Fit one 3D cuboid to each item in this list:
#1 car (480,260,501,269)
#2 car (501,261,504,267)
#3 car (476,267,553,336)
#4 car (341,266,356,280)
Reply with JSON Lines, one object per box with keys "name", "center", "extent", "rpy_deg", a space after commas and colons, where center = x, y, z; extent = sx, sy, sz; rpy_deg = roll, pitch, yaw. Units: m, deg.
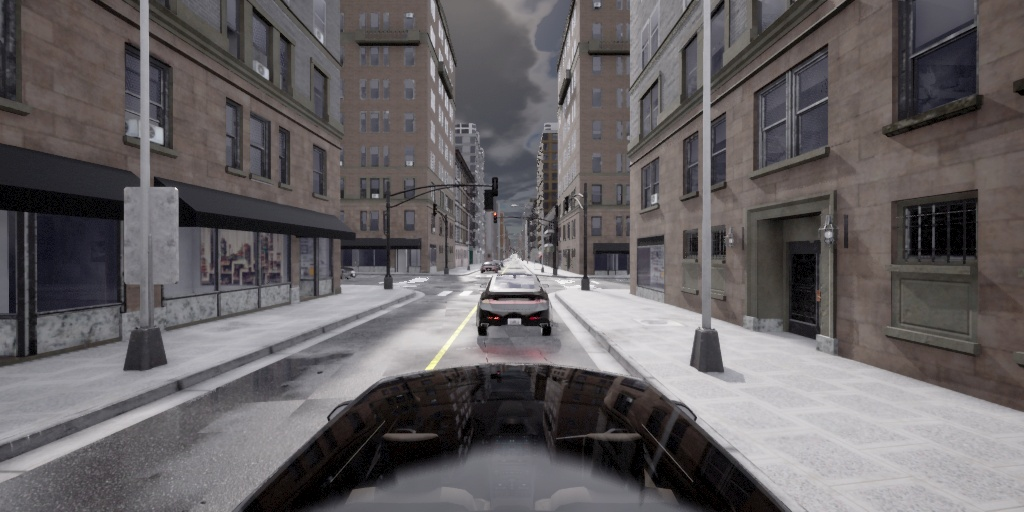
{"name": "car", "center": [-2.713, 1.372, 44.035], "extent": [1.994, 1.385, 4.181], "rpy_deg": [0, 0, 1]}
{"name": "car", "center": [-2.617, 1.334, 53.988], "extent": [1.837, 1.490, 4.892], "rpy_deg": [0, 0, 0]}
{"name": "car", "center": [0.076, 1.243, 10.380], "extent": [2.128, 1.511, 4.902], "rpy_deg": [0, 0, 1]}
{"name": "car", "center": [-14.040, 1.079, 26.287], "extent": [4.902, 1.511, 2.128], "rpy_deg": [1, 0, 0]}
